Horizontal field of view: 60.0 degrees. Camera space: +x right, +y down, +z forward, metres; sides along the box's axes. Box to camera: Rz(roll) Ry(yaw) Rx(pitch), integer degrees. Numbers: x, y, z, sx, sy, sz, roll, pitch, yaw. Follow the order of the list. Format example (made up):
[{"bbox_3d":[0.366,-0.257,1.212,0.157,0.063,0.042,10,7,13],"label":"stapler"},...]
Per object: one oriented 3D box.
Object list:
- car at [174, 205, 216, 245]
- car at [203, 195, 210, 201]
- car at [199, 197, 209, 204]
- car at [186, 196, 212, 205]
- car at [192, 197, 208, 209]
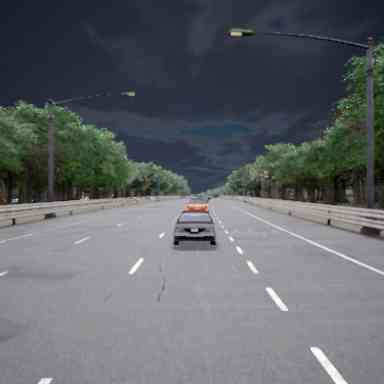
[{"bbox_3d":[0.144,1.563,15.699,2.033,1.411,5.357,0,0,1],"label":"car"},{"bbox_3d":[4.005,1.725,92.203,1.882,1.535,5.008,0,0,4],"label":"car"},{"bbox_3d":[2.518,1.678,69.883,1.994,1.385,4.181,0,0,4],"label":"car"},{"bbox_3d":[0.523,1.382,31.016,2.097,1.767,4.553,0,0,2],"label":"car"},{"bbox_3d":[1.126,1.547,46.153,2.128,1.511,4.902,0,0,3],"label":"car"}]
